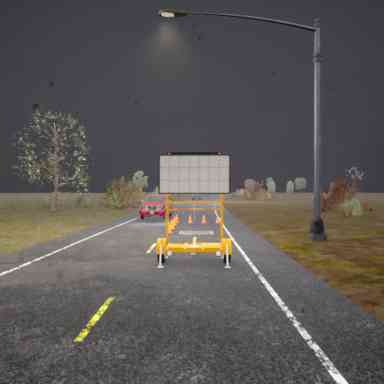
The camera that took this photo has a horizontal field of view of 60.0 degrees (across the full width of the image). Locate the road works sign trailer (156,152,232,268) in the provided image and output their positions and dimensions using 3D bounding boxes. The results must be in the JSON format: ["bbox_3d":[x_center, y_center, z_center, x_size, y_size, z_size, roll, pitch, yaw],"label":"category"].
[{"bbox_3d":[0.085,0.464,11.258,2.380,3.560,2.880,0,0,1],"label":"road works sign trailer"}]

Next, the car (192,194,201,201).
[{"bbox_3d":[1.234,1.199,87.964,2.150,2.045,5.566,0,0,6],"label":"car"}]

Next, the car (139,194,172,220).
[{"bbox_3d":[-2.949,1.219,28.070,2.150,2.045,5.566,0,0,2],"label":"car"}]
